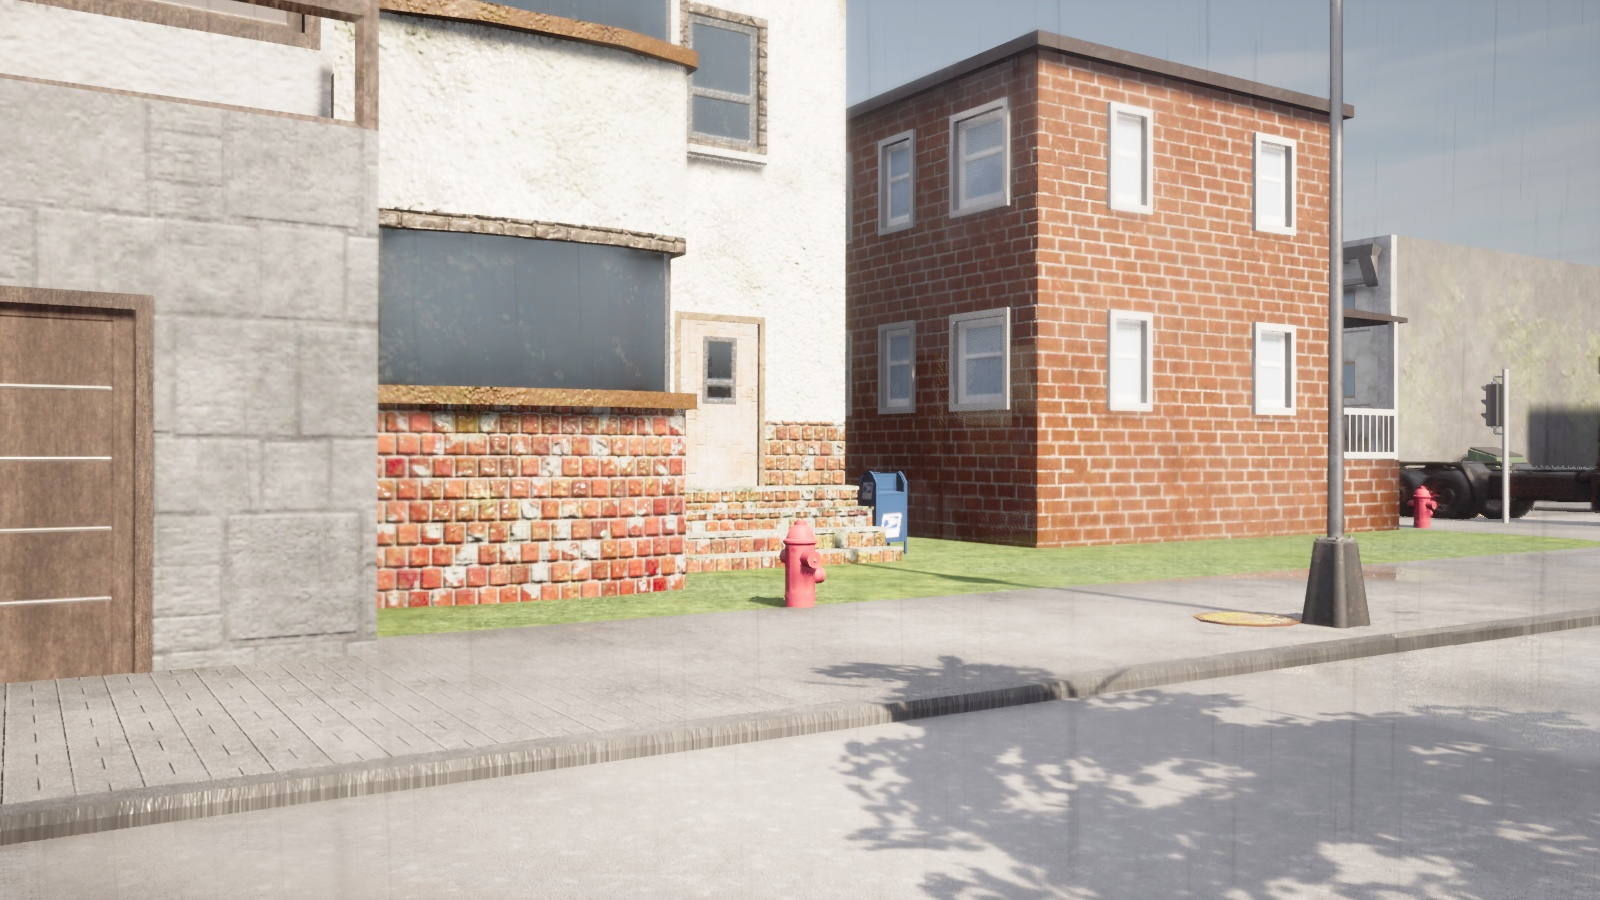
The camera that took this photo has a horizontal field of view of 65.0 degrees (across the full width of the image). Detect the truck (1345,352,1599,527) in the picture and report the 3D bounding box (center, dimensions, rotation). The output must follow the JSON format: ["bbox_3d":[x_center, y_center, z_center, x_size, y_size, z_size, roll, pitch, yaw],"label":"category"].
[{"bbox_3d":[16.207,-0.205,27.078,2.891,3.462,7.936,0,0,-32],"label":"truck"}]
